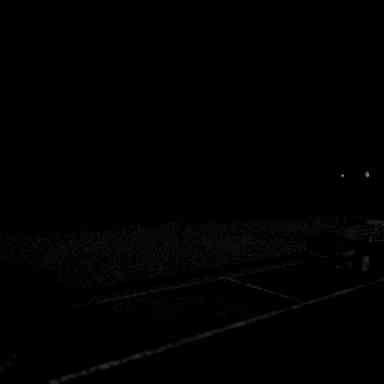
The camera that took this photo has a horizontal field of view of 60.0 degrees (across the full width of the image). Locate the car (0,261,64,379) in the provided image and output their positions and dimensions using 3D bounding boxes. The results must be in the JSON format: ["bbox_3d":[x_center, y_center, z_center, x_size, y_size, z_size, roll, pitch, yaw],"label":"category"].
[{"bbox_3d":[-3.801,1.563,3.934,4.313,1.339,1.947,0,0,-36],"label":"car"}]

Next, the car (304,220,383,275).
[{"bbox_3d":[5.323,1.591,10.462,4.403,1.369,2.008,0,0,-36],"label":"car"}]
